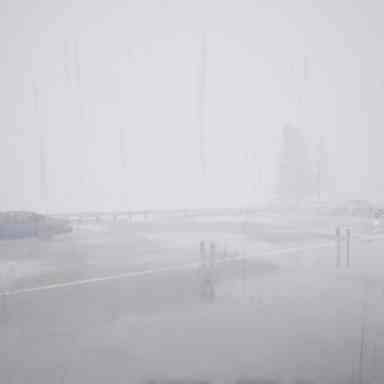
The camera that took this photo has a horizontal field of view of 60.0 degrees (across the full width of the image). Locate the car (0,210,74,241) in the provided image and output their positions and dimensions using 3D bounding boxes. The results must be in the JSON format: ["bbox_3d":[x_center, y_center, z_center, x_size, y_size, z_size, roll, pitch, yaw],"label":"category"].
[{"bbox_3d":[-8.311,1.553,15.206,5.357,1.411,2.033,0,0,-35],"label":"car"}]

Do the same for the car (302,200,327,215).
[{"bbox_3d":[13.590,1.631,35.165,4.674,1.442,1.812,1,0,-35],"label":"car"}]

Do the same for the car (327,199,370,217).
[{"bbox_3d":[15.664,1.458,32.346,4.553,1.767,2.097,0,0,-35],"label":"car"}]

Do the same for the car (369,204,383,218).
[{"bbox_3d":[18.378,1.710,29.981,4.718,1.301,1.895,0,0,-35],"label":"car"}]
